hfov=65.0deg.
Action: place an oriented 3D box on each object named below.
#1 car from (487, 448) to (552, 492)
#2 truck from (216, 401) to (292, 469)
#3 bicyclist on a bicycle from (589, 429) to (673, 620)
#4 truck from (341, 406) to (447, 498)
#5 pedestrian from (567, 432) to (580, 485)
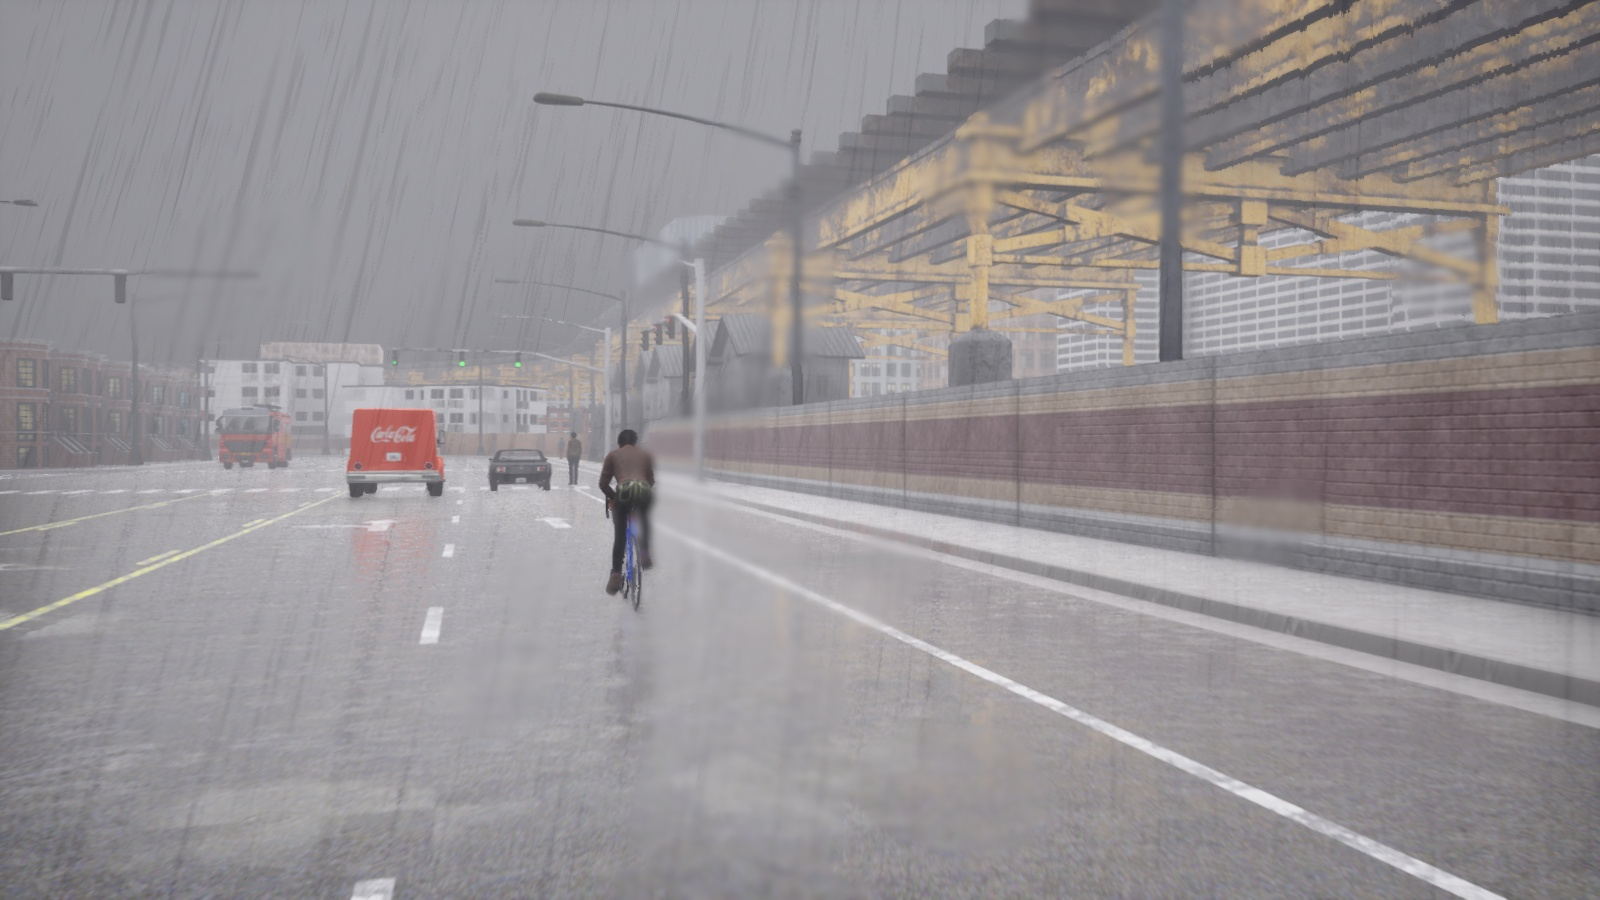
[{"bbox_3d":[-9.118,0.607,40.580,1.895,1.301,4.718,0,0,-15],"label":"car"},{"bbox_3d":[-32.676,-0.877,75.462,2.891,3.827,8.468,0,0,-15],"label":"truck"},{"bbox_3d":[-1.576,0.632,11.517,0.582,1.620,1.656,0,0,-14],"label":"bicyclist on a bicycle"},{"bbox_3d":[-11.646,0.042,36.401,2.627,2.467,5.204,0,0,-15],"label":"truck"},{"bbox_3d":[-7.773,0.279,43.040,0.328,1.805,0.869,0,0,-18],"label":"pedestrian"}]
